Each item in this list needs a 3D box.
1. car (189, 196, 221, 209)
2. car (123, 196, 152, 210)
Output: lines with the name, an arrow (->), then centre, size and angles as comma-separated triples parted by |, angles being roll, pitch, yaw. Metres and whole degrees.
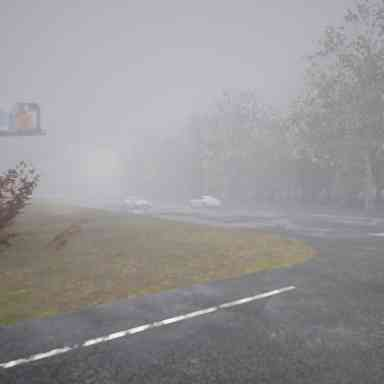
car -> 1.437, 1.174, 38.597 | 1.812, 1.442, 4.674 | 0, 1, -34
car -> -6.224, 1.202, 37.414 | 1.812, 1.442, 4.674 | 0, 1, -34
